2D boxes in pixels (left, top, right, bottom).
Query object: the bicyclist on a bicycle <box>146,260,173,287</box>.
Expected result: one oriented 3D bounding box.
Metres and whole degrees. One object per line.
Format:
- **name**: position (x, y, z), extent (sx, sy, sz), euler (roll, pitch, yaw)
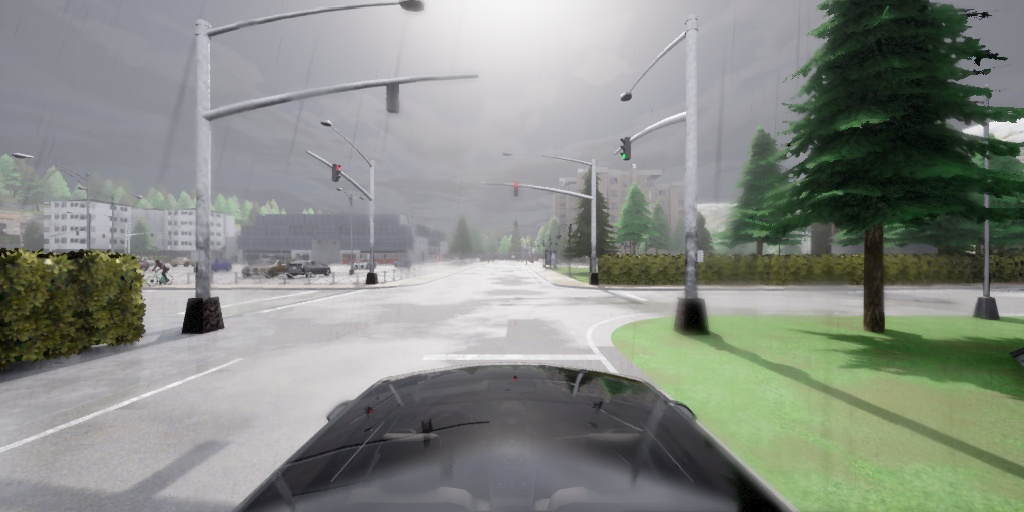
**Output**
- **bicyclist on a bicycle**: position (-21.760, 1.051, 22.163), extent (0.582, 1.620, 1.656), euler (0, 0, 1)
